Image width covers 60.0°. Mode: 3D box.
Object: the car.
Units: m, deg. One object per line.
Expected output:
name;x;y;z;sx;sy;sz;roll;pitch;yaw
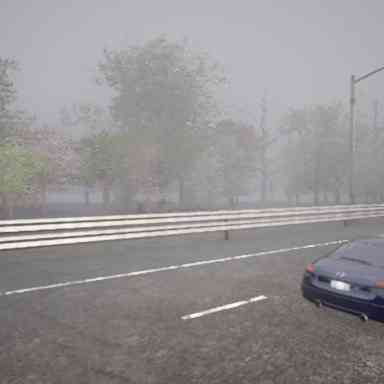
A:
car;4.159;1.568;6.841;4.181;1.385;1.994;0;0;-36
